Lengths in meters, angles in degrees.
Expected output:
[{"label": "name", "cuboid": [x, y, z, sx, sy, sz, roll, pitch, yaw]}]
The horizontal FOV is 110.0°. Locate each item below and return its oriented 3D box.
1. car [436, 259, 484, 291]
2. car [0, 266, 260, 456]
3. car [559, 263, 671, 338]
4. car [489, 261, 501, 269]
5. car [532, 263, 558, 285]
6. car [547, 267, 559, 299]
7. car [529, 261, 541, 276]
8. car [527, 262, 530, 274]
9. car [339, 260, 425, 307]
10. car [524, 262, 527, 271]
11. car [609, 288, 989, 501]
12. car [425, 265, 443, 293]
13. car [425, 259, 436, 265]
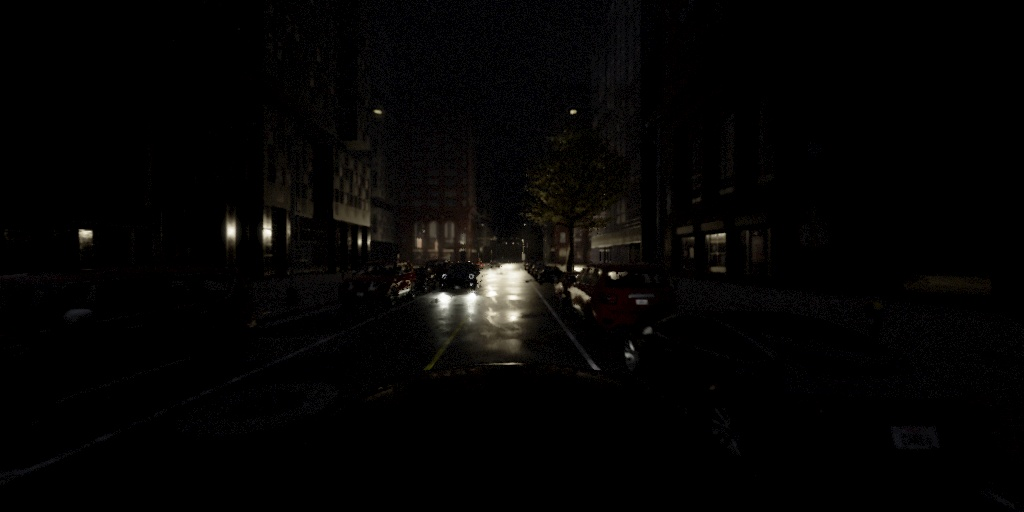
[{"label": "car", "cuboid": [-3.110, 1.189, 22.497, 2.097, 1.767, 4.553, 0, 0, 0]}, {"label": "car", "cuboid": [-5.670, 1.076, 4.619, 2.192, 1.841, 5.009, 0, 0, 0]}, {"label": "car", "cuboid": [2.852, 1.101, 10.255, 2.192, 1.841, 5.009, 0, 0, 0]}, {"label": "car", "cuboid": [-3.051, 1.578, 64.502, 1.837, 1.490, 4.892, 0, 0, 0]}, {"label": "car", "cuboid": [2.842, 1.423, 27.173, 1.948, 1.339, 4.313, 0, 0, 0]}, {"label": "car", "cuboid": [2.849, 1.355, 15.894, 1.888, 1.381, 4.507, 0, 0, 0]}, {"label": "car", "cuboid": [2.839, 1.408, 32.983, 1.751, 1.417, 4.829, 0, 0, 0]}, {"label": "car", "cuboid": [2.835, 1.491, 38.452, 1.802, 1.307, 4.207, 0, 0, 0]}, {"label": "car", "cuboid": [-5.677, 1.123, 15.898, 2.192, 1.841, 5.009, 0, 0, 0]}, {"label": "car", "cuboid": [2.833, 1.377, 44.091, 1.967, 1.591, 4.097, 0, 0, 0]}, {"label": "car", "cuboid": [2.855, 1.328, 4.614, 1.948, 1.339, 4.313, 0, 0, 0]}, {"label": "car", "cuboid": [-5.680, 1.398, 21.537, 1.948, 1.339, 4.313, 0, 0, 0]}, {"label": "car", "cuboid": [-5.683, 1.171, 27.175, 2.192, 1.841, 5.009, 0, 0, 0]}]
